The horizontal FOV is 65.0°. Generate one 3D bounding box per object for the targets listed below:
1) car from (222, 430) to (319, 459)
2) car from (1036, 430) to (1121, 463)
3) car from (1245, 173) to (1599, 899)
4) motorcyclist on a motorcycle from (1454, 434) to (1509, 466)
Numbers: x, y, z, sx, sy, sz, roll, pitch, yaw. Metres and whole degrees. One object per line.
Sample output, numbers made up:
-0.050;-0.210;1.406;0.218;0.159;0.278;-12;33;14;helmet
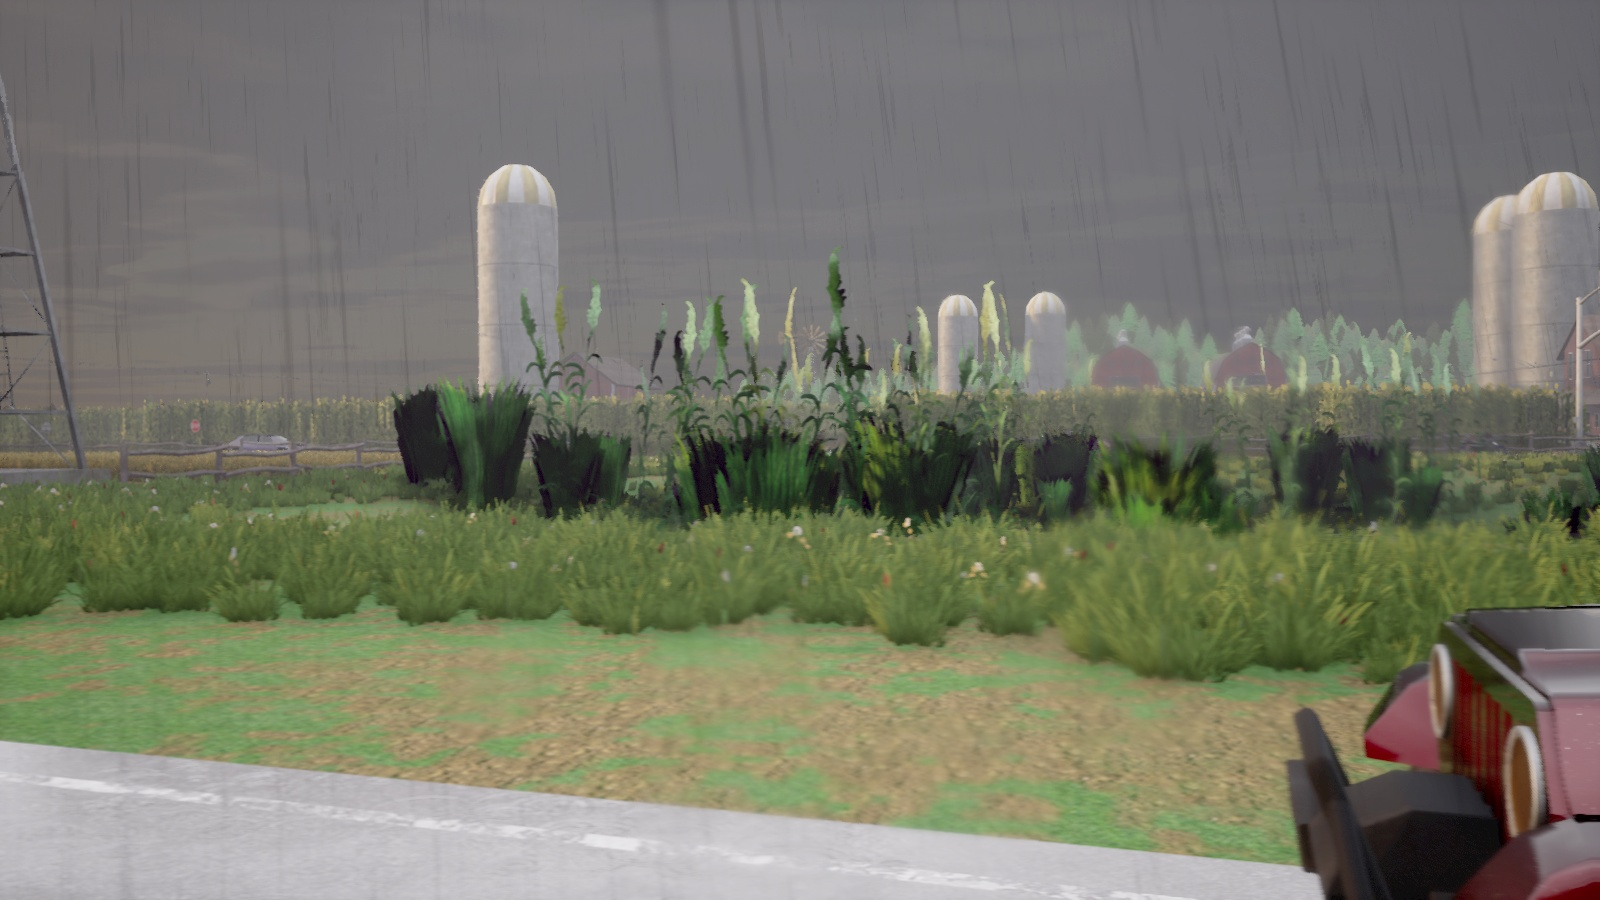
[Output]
-30.308;-0.331;71.909;4.856;1.649;2.033;0;1;13;car
13.699;-0.188;61.778;3.988;1.617;1.851;0;1;13;car
2.759;0.597;1.945;3.866;1.878;1.905;0;1;19;car
32.865;-0.023;60.595;2.191;1.530;0.866;0;1;11;motorcyclist on a motorcycle
